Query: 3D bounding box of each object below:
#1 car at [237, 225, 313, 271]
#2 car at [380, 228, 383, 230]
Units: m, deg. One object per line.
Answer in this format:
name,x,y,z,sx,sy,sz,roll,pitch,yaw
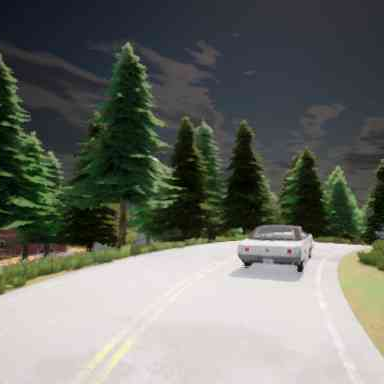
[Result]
car,3.096,1.809,11.594,1.895,1.301,4.718,-2,-3,24
car,15.709,3.400,24.933,4.902,1.511,2.128,9,-8,-30
